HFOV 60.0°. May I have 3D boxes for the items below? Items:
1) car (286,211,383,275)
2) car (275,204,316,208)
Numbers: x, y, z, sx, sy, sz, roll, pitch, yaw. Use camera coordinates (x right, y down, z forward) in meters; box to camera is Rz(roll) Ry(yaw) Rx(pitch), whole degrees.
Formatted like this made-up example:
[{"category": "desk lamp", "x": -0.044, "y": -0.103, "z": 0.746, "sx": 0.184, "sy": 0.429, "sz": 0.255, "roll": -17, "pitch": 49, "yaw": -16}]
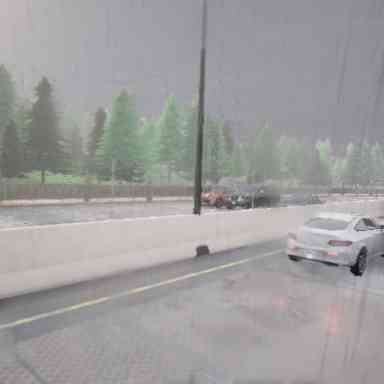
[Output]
[{"category": "car", "x": 4.447, "y": 1.298, "z": 9.749, "sx": 1.812, "sy": 1.442, "sz": 4.674, "roll": 4, "pitch": 3, "yaw": 43}, {"category": "car", "x": 8.035, "y": 0.910, "z": 24.123, "sx": 2.033, "sy": 1.411, "sz": 5.357, "roll": 4, "pitch": 3, "yaw": 43}]
